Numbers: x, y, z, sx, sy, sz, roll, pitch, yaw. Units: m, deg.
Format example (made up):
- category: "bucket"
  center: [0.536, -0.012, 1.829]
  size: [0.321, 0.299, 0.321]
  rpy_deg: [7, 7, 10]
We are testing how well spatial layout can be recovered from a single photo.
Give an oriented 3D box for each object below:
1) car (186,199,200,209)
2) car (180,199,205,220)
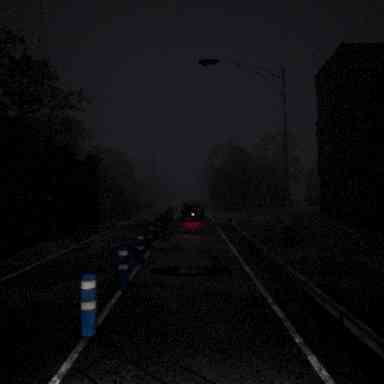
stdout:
- category: "car"
  center: [0.102, 1.628, 46.513]
  size: [1.895, 1.301, 4.718]
  rpy_deg: [0, 0, 0]
- category: "car"
  center: [0.066, 1.465, 28.027]
  size: [1.837, 1.490, 4.892]
  rpy_deg: [-2, 0, 0]
